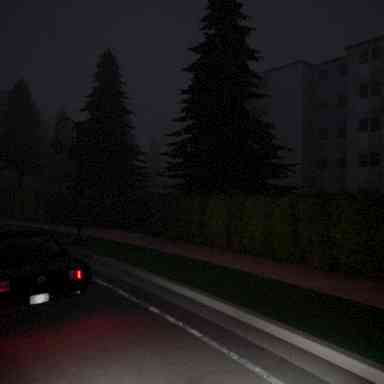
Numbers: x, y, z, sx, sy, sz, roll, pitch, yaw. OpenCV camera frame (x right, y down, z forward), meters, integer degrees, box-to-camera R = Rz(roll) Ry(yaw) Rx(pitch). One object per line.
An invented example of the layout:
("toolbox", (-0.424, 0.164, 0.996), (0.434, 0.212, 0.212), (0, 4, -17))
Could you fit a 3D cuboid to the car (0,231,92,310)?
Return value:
("car", (-4.061, 1.527, 7.409), (1.895, 1.301, 4.718), (0, 0, -41))
